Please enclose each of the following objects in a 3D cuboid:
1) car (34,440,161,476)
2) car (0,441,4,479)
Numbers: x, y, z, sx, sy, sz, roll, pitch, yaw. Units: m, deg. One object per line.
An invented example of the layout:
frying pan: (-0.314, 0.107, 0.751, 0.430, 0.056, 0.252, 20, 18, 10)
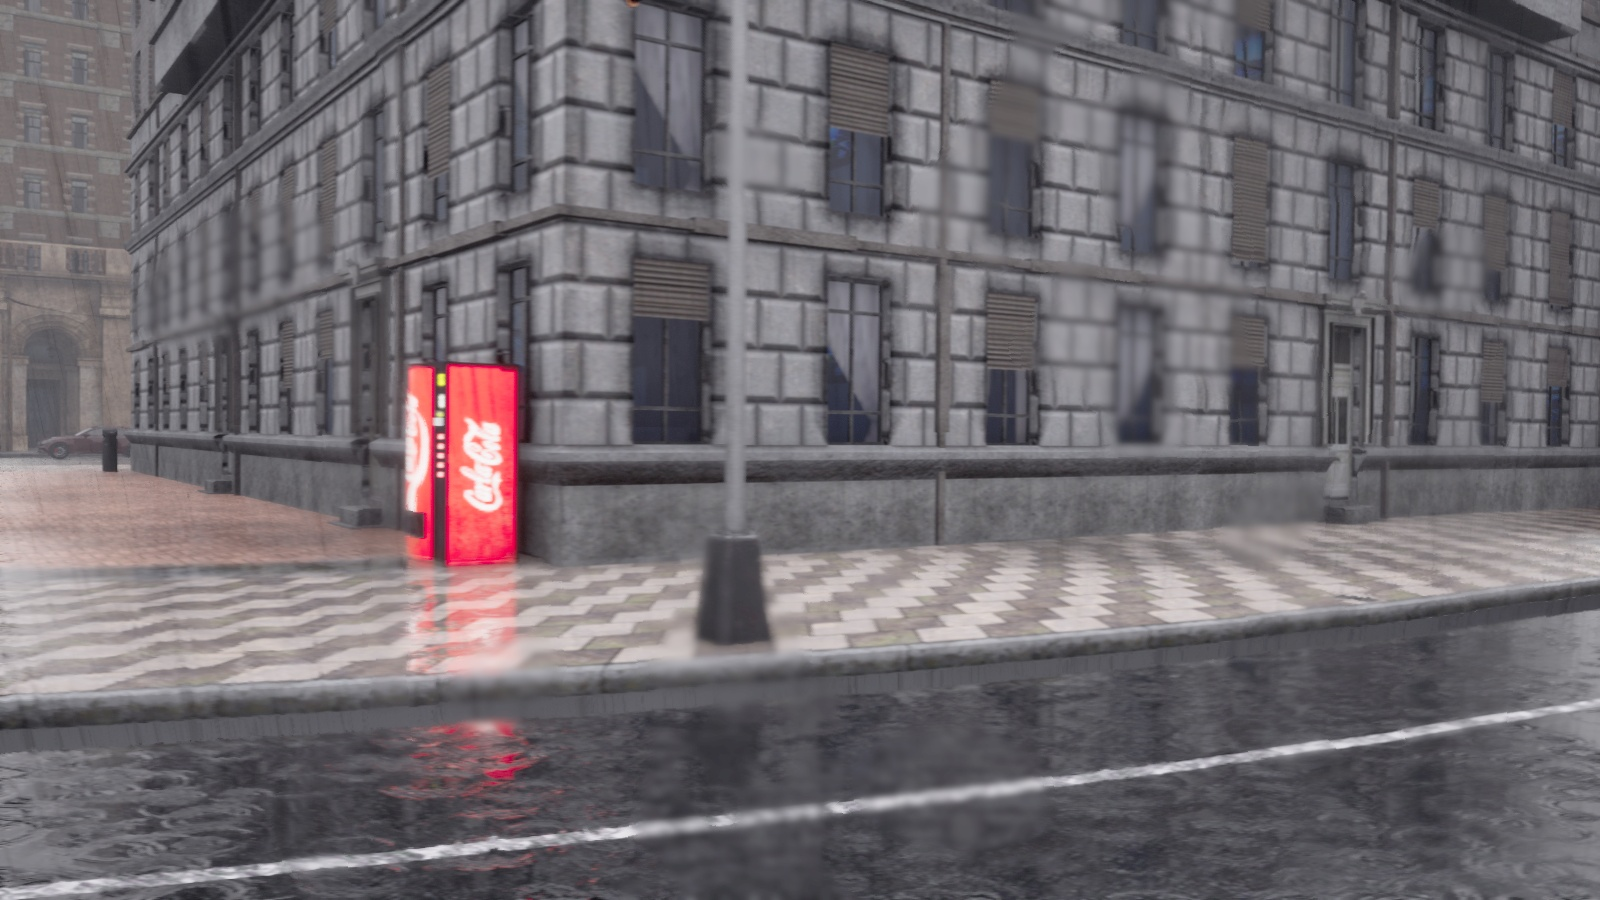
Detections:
car: (-30.697, 0.315, 54.923, 4.674, 1.442, 1.812, -1, 1, -35)
car: (-33.677, 0.421, 48.560, 4.792, 1.488, 2.163, -1, 1, -35)
